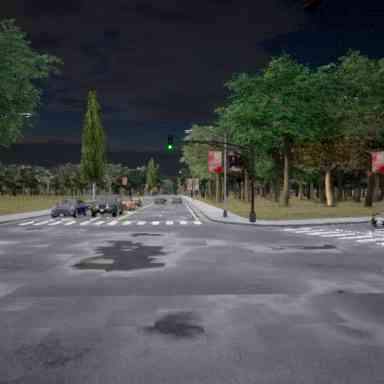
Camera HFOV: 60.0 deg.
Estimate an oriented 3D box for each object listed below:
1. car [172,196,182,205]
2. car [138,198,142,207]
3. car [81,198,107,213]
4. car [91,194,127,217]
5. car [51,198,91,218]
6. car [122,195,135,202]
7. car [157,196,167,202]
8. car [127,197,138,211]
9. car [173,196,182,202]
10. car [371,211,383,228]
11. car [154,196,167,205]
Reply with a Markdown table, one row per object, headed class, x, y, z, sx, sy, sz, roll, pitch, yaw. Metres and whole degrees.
| class | x | y | z | sx | sy | sz | roll | pitch | yaw |
| --- | --- | --- | --- | --- | --- | --- | --- | --- | --- |
| car | -2.745 | 1.579 | 62.125 | 2.128 | 1.511 | 4.902 | 0 | 0 | -3 |
| car | -8.836 | 1.587 | 51.505 | 1.812 | 1.442 | 4.674 | 0 | 0 | -2 |
| car | -11.580 | 1.545 | 39.520 | 1.837 | 1.490 | 4.892 | 0 | 0 | -2 |
| car | -7.986 | 1.253 | 31.821 | 2.150 | 2.045 | 5.566 | 0 | 0 | -2 |
| car | -11.188 | 1.381 | 30.574 | 2.097 | 1.767 | 4.553 | 0 | 0 | -2 |
| car | -12.687 | 1.300 | 66.276 | 1.994 | 1.385 | 4.181 | 0 | 0 | -3 |
| car | -6.452 | 1.541 | 72.419 | 1.895 | 1.301 | 4.718 | 0 | 0 | -3 |
| car | -8.407 | 1.396 | 41.485 | 2.097 | 1.767 | 4.553 | 0 | 0 | -2 |
| car | -3.205 | 1.543 | 72.563 | 1.895 | 1.301 | 4.718 | 0 | 0 | -3 |
| car | 13.687 | 1.601 | 21.382 | 4.902 | 1.511 | 2.128 | 0 | 0 | -25 |
| car | -5.992 | 1.577 | 61.982 | 2.128 | 1.511 | 4.902 | 0 | 0 | -3 |
